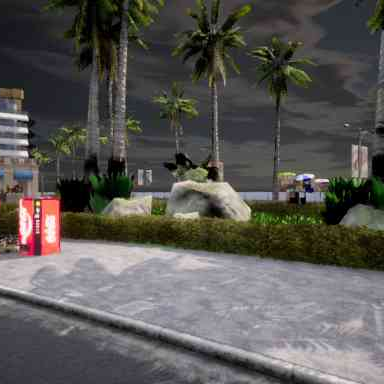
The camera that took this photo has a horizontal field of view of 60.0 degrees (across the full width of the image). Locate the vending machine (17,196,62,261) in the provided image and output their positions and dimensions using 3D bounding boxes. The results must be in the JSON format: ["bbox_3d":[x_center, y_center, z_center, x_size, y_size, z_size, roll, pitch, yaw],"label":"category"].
[{"bbox_3d":[-5.242,1.195,11.447,0.880,2.100,1.100,0,0,28],"label":"vending machine"}]
